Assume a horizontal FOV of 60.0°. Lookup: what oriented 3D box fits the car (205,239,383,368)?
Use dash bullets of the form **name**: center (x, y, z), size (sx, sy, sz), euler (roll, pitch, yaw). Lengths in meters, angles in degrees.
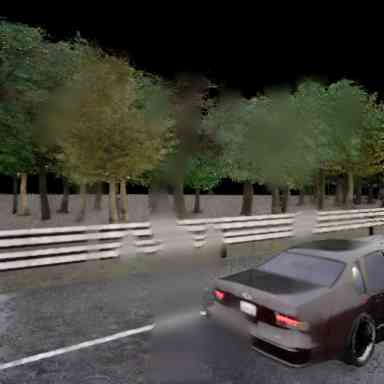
- **car**: center (2.773, 1.551, 5.754), size (5.357, 1.411, 2.033), euler (0, 0, -35)
